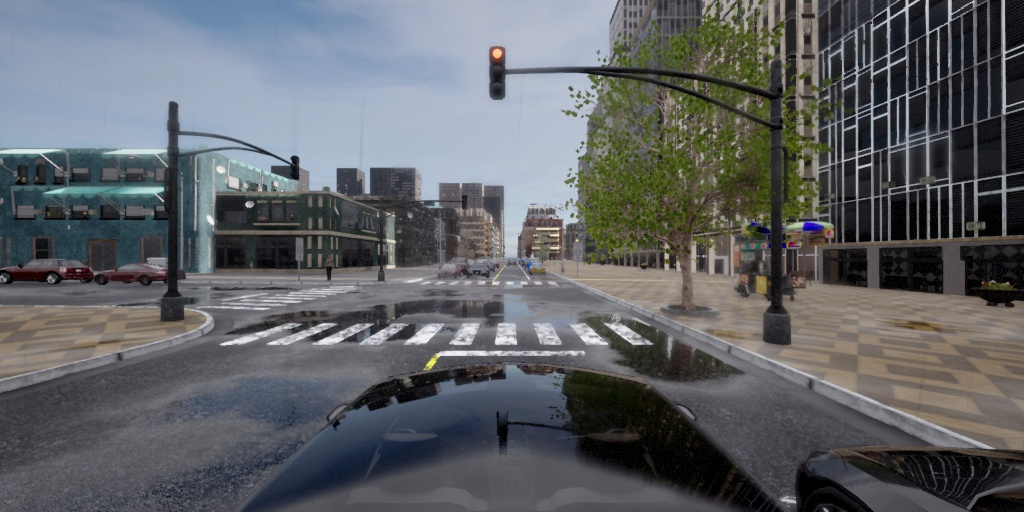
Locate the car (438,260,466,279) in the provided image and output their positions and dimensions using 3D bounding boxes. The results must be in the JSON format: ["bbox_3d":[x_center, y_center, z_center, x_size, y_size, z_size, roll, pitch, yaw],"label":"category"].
[{"bbox_3d":[-5.685,1.334,32.972,1.802,1.307,4.207,0,0,0],"label":"car"}]

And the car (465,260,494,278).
[{"bbox_3d":[-3.095,1.316,33.796,1.994,1.385,4.181,0,0,0],"label":"car"}]

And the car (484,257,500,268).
[{"bbox_3d":[-3.069,1.233,58.632,1.882,1.535,5.008,0,0,0],"label":"car"}]

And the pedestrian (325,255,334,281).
[{"bbox_3d":[-12.746,0.788,24.977,0.375,1.860,0.375,0,-1,-1],"label":"pedestrian"}]

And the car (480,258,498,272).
[{"bbox_3d":[-3.093,1.316,43.844,1.994,1.385,4.181,0,0,0],"label":"car"}]

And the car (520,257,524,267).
[{"bbox_3d":[2.697,1.305,55.177,2.007,1.370,4.403,0,0,0],"label":"car"}]

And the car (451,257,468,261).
[{"bbox_3d":[-5.685,1.067,38.523,2.192,1.841,5.009,0,0,0],"label":"car"}]

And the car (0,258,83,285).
[{"bbox_3d":[-28.366,0.879,21.810,4.097,1.591,1.967,0,0,-1],"label":"car"}]

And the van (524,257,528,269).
[{"bbox_3d":[2.696,1.094,44.075,1.690,1.789,3.998,0,0,0],"label":"van"}]

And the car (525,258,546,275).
[{"bbox_3d":[2.695,1.278,38.694,1.751,1.417,4.829,0,0,0],"label":"car"}]

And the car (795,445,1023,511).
[{"bbox_3d":[2.691,1.316,0.495,1.948,1.339,4.313,0,0,0],"label":"car"}]

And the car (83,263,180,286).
[{"bbox_3d":[-22.818,1.090,21.887,4.207,1.307,1.802,0,0,-1],"label":"car"}]
